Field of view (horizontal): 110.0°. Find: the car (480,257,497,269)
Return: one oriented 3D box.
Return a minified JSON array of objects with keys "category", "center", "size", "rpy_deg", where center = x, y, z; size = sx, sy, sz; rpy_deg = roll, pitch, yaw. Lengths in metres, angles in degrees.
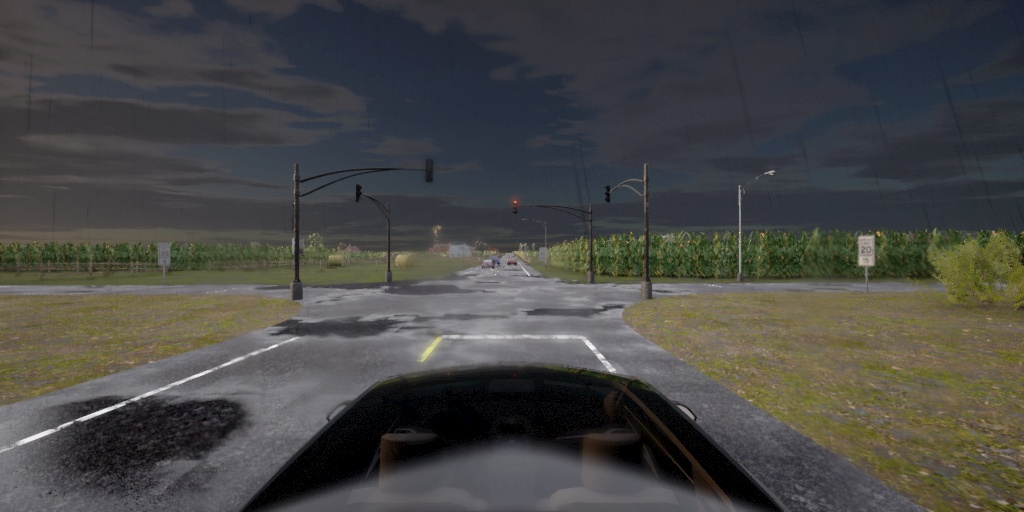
[{"category":"car","center":[-3.596,1.226,53.343],"size":[1.812,1.442,4.674],"rpy_deg":[0,0,0]}]
